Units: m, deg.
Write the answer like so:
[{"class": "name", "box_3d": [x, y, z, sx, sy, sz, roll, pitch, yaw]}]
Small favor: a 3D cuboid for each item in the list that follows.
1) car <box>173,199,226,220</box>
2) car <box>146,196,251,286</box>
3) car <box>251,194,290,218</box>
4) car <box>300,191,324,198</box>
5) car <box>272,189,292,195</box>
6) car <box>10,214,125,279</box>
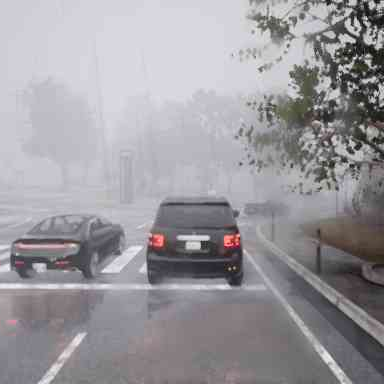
[{"class": "car", "box_3d": [0.685, 1.271, 25.919, 1.895, 1.301, 4.718, 3, 2, 33]}, {"class": "car", "box_3d": [0.156, 1.117, 9.293, 2.150, 2.045, 5.566, 0, 1, 3]}, {"class": "car", "box_3d": [6.347, 1.253, 27.607, 1.882, 1.535, 5.008, 2, 2, 43]}, {"class": "car", "box_3d": [21.265, 0.265, 59.327, 1.895, 1.301, 4.718, -1, 2, -14]}, {"class": "car", "box_3d": [16.716, 0.068, 63.032, 2.033, 1.411, 5.357, -1, 2, -23]}, {"class": "car", "box_3d": [-3.287, 1.383, 9.713, 2.128, 1.511, 4.902, 0, 1, 1]}]
